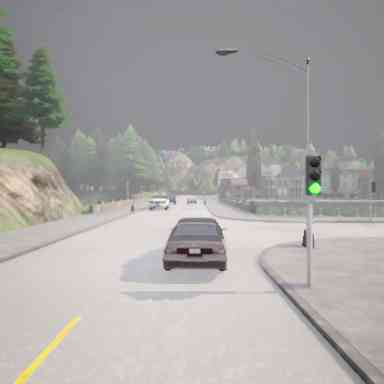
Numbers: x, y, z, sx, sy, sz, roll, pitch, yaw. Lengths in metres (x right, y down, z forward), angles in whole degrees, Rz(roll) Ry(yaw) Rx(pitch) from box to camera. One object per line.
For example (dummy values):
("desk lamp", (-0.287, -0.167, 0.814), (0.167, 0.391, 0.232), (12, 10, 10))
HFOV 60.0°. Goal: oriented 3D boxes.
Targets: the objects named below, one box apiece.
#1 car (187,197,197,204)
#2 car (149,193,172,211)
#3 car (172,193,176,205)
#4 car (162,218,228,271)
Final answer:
("car", (0.002, 1.600, 62.733), (1.895, 1.301, 4.718), (0, 0, 0))
("car", (-4.086, 1.221, 42.045), (2.150, 2.045, 5.566), (0, 0, 0))
("car", (-4.008, 1.222, 60.256), (2.150, 2.045, 5.566), (0, 0, 1))
("car", (0.198, 1.547, 10.926), (2.033, 1.411, 5.357), (0, 0, 3))
